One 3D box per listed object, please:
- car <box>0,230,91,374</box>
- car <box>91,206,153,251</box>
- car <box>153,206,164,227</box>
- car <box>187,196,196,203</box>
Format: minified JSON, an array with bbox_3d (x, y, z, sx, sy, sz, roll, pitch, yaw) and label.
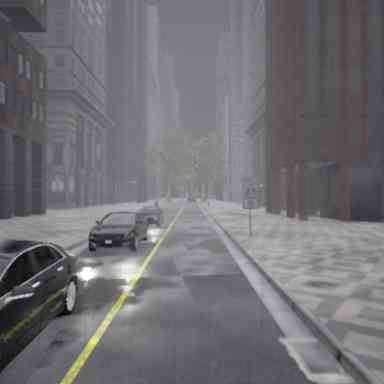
[{"bbox_3d":[-3.116,1.548,4.830,1.837,1.490,4.892,0,0,-2],"label":"car"},{"bbox_3d":[-3.122,1.605,14.917,1.882,1.535,5.008,0,0,0],"label":"car"},{"bbox_3d":[-3.130,1.758,25.248,2.033,1.411,5.357,0,0,0],"label":"car"},{"bbox_3d":[-0.140,1.981,91.219,2.150,2.045,5.566,0,-1,0],"label":"car"}]
